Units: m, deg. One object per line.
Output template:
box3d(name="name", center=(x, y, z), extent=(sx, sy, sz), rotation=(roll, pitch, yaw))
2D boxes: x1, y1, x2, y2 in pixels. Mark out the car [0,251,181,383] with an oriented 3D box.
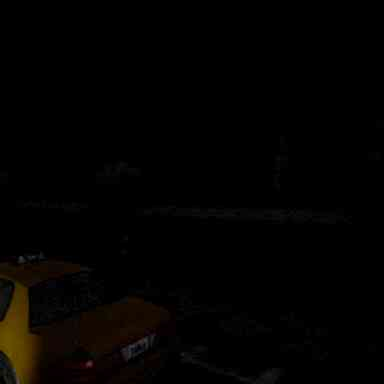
box3d(name="car", center=(-2.413, 1.522, 4.684), extent=(4.829, 1.417, 1.752), rotation=(0, 0, 36))
